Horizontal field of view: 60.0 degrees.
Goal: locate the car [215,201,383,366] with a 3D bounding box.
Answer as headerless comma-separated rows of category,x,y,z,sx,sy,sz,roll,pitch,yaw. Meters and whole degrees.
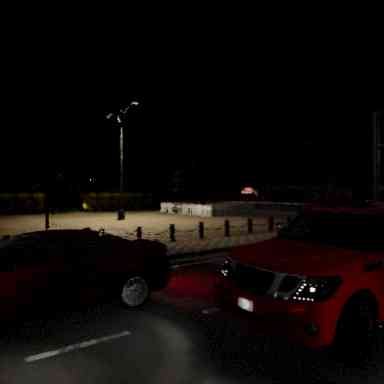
car,3.057,1.207,6.114,5.566,2.045,2.150,0,0,-33

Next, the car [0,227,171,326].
car,-2.785,1.473,6.275,5.008,1.535,1.882,0,0,-35
